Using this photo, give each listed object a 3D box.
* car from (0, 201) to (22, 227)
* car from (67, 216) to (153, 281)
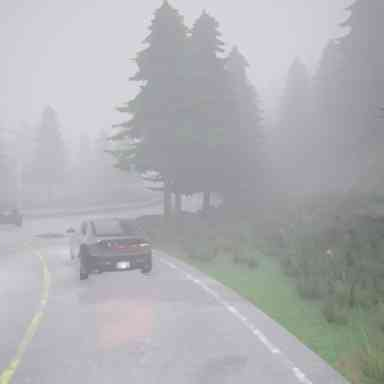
[{"bbox_3d":[-13.198,1.390,21.855,4.553,1.767,2.097,0,0,35],"label":"car"},{"bbox_3d":[-2.596,1.507,10.106,1.837,1.490,4.892,0,-1,-24],"label":"car"}]
